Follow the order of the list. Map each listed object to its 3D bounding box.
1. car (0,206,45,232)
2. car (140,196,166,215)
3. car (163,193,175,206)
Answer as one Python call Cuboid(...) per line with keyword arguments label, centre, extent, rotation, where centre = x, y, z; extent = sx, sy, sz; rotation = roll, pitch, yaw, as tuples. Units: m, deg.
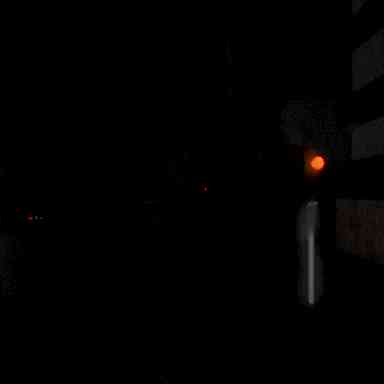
Cuboid(label="car", centre=(-11.537, 1.554, 19.511), extent=(5.357, 1.411, 2.033), rotation=(0, 0, 4))
Cuboid(label="car", centre=(-4.134, 1.488, 34.354), extent=(1.882, 1.535, 5.008), rotation=(0, 0, 0))
Cuboid(label="car", centre=(-4.067, 1.241, 56.546), extent=(2.150, 2.045, 5.566), rotation=(0, 0, 0))
